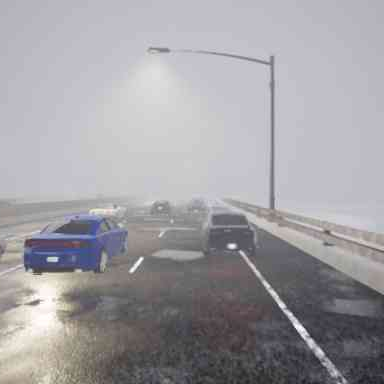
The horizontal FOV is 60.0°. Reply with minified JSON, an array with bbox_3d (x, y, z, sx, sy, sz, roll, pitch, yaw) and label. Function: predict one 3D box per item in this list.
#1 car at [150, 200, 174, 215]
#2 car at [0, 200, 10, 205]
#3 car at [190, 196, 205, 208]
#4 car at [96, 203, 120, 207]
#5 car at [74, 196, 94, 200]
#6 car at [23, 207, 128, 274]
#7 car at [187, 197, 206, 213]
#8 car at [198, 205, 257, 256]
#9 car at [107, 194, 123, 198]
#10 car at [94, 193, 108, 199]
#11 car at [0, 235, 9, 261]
[{"bbox_3d":[-2.972,1.521,33.487,1.994,1.385,4.181,0,0,1],"label":"car"},{"bbox_3d":[-17.274,1.442,28.567,1.882,1.535,5.008,0,0,1],"label":"car"},{"bbox_3d":[0.855,1.438,49.262,2.128,1.511,4.902,0,0,2],"label":"car"},{"bbox_3d":[-6.617,1.565,26.694,1.895,1.301,4.718,0,0,1],"label":"car"},{"bbox_3d":[-22.924,1.485,69.335,2.128,1.511,4.902,0,0,2],"label":"car"},{"bbox_3d":[-3.337,1.460,10.491,1.882,1.535,5.008,0,0,1],"label":"car"},{"bbox_3d":[0.511,1.555,35.721,1.895,1.301,4.718,0,0,2],"label":"car"},{"bbox_3d":[1.309,1.486,13.052,1.837,1.490,4.892,0,0,1],"label":"car"},{"bbox_3d":[-15.855,1.312,70.789,2.097,1.767,4.553,0,0,2],"label":"car"},{"bbox_3d":[-19.335,1.184,71.311,2.150,2.045,5.566,0,0,2],"label":"car"},{"bbox_3d":[-6.854,1.586,8.608,1.895,1.301,4.718,0,0,0],"label":"car"}]
